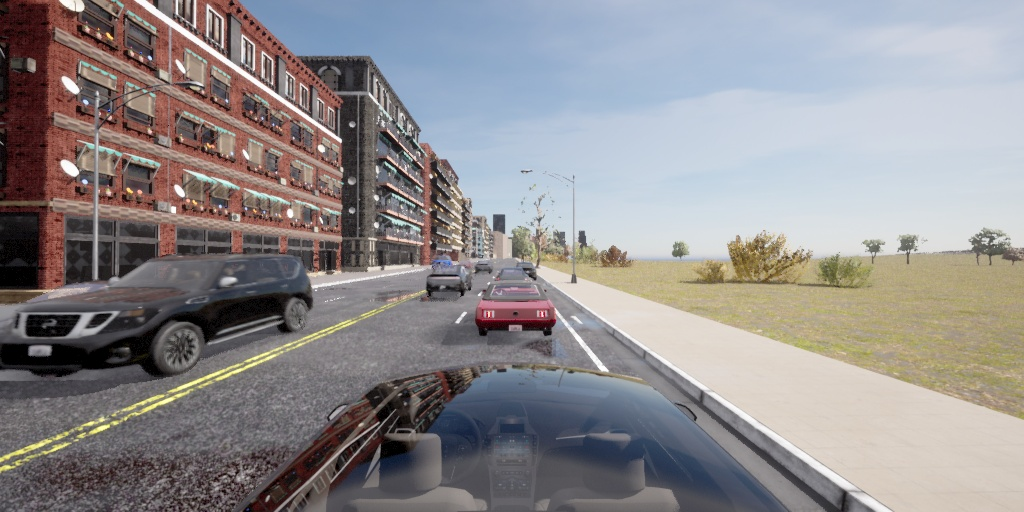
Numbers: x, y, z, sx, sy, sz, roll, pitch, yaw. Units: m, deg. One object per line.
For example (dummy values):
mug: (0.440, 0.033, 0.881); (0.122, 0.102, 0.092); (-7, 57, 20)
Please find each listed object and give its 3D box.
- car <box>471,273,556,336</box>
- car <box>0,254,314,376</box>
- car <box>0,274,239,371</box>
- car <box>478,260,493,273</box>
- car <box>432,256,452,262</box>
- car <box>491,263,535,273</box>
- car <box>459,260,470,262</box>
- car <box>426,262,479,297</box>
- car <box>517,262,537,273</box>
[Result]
car: (0.079, 1.353, 10.370); (1.895, 1.301, 4.718); (0, 0, 0)
car: (-6.615, 0.973, 7.780); (2.150, 2.045, 5.566); (0, 0, 0)
car: (-9.868, 1.299, 8.929); (2.033, 1.411, 5.357); (0, 0, 0)
car: (-3.256, 1.248, 42.175); (2.128, 1.511, 4.902); (0, 0, 0)
car: (-9.976, 0.978, 51.269); (2.150, 2.045, 5.566); (0, 0, 0)
car: (0.043, 1.318, 20.401); (1.994, 1.385, 4.181); (0, 0, 0)
car: (-6.726, 1.281, 50.859); (1.812, 1.442, 4.674); (0, 0, 0)
car: (-3.194, 1.244, 18.911); (2.128, 1.511, 4.902); (0, 0, 0)
car: (1.062, 1.261, 30.394); (1.837, 1.490, 4.892); (0, 0, 0)
